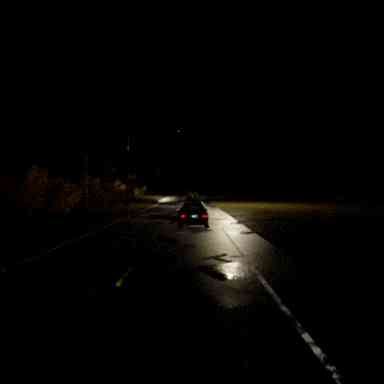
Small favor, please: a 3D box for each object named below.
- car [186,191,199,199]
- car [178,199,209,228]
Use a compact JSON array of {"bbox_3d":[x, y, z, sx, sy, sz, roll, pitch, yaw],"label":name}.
[{"bbox_3d":[0.080,0.787,59.543,2.150,2.045,5.566,0,0,0],"label":"car"},{"bbox_3d":[0.091,1.406,21.156,2.033,1.411,5.357,0,0,0],"label":"car"}]
